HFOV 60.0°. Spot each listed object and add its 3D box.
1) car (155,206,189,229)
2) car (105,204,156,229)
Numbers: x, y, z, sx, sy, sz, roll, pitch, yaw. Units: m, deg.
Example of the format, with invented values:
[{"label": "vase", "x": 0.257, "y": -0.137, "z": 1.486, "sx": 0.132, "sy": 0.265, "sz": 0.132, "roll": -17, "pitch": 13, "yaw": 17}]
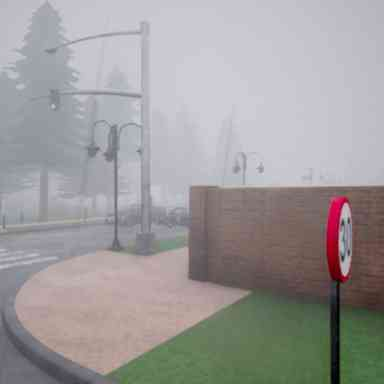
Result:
[{"label": "car", "x": -0.049, "y": 1.661, "z": 21.943, "sx": 1.895, "sy": 1.301, "sz": 4.718, "roll": 0, "pitch": 0, "yaw": 34}, {"label": "car", "x": -3.756, "y": 1.569, "z": 22.853, "sx": 2.128, "sy": 1.511, "sz": 4.902, "roll": 0, "pitch": 0, "yaw": 34}]
